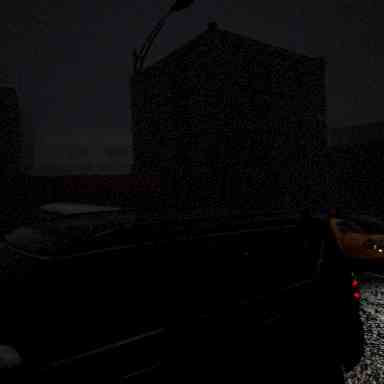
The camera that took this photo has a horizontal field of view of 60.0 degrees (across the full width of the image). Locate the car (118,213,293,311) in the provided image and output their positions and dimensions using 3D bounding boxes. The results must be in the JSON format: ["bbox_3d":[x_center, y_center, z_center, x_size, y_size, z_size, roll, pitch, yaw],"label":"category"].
[{"bbox_3d":[-0.016,1.502,8.996,2.097,1.535,5.008,1,0,-35],"label":"car"}]

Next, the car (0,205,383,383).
[{"bbox_3d":[-0.785,1.218,2.809,5.566,2.045,2.150,-1,1,-35],"label":"car"}]

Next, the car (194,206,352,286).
[{"bbox_3d":[2.278,1.416,10.587,2.185,1.767,4.553,1,-1,-35],"label":"car"}]

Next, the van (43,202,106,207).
[{"bbox_3d":[-2.339,1.255,7.477,1.878,1.987,4.442,0,0,-35],"label":"van"}]
